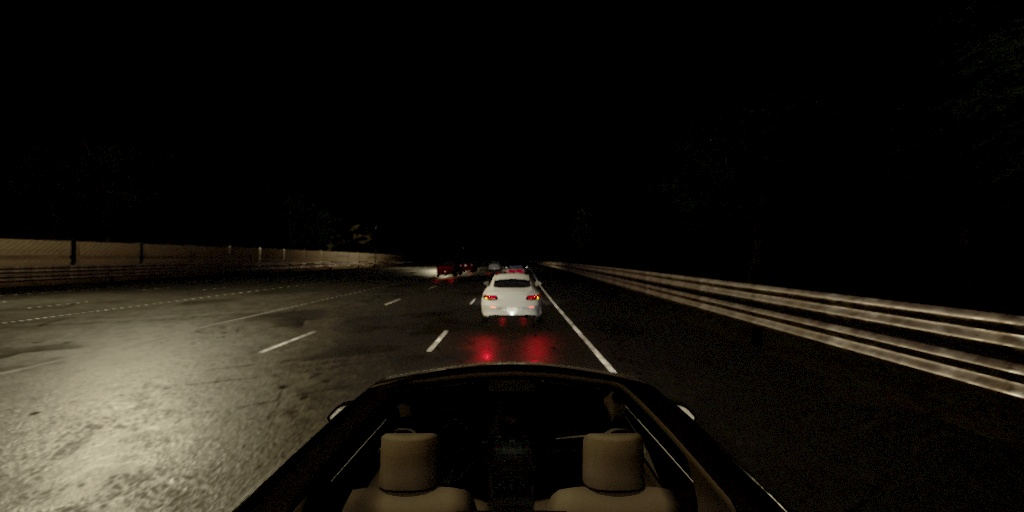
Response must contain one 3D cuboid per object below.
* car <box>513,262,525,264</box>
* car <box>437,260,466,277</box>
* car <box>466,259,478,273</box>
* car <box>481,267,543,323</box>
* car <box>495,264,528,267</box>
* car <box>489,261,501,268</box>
[{"bbox_3d":[0.369,1.346,29.740,1.994,1.385,4.181,0,-1,2],"label":"car"},{"bbox_3d":[-6.296,1.318,36.679,1.882,1.535,5.008,0,0,2],"label":"car"},{"bbox_3d":[-5.888,1.279,48.184,2.097,1.767,4.553,0,-1,2],"label":"car"},{"bbox_3d":[0.014,1.278,11.964,1.812,1.442,4.674,0,0,0],"label":"car"},{"bbox_3d":[0.133,1.359,21.541,1.895,1.301,4.718,0,0,1],"label":"car"},{"bbox_3d":[-2.288,1.483,51.007,1.812,1.442,4.674,0,0,2],"label":"car"}]
